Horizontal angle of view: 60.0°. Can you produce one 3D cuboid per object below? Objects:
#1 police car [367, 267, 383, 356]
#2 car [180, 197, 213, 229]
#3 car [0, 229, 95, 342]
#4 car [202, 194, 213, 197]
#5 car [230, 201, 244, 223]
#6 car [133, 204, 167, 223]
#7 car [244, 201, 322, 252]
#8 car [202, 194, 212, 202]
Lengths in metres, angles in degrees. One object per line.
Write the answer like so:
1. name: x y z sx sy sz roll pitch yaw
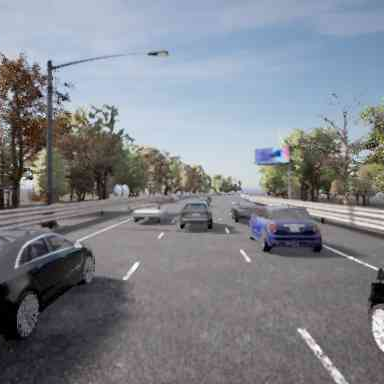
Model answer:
1. police car: 3.502 1.417 3.019 1.930 1.638 5.238 0 0 0
2. car: 0.308 1.349 21.225 2.033 1.649 4.856 0 0 2
3. car: -3.354 1.462 6.408 2.128 1.511 4.902 0 0 0
4. car: 1.594 1.383 47.563 2.033 1.411 5.357 0 0 4
5. car: 3.906 1.403 24.661 2.128 1.511 4.902 0 0 2
6. car: -2.992 1.503 24.520 1.895 1.301 4.718 0 0 2
7. car: 3.627 1.303 13.756 2.097 1.767 4.553 0 0 1
8. car: 3.293 1.279 71.015 1.837 1.490 4.892 0 0 5
